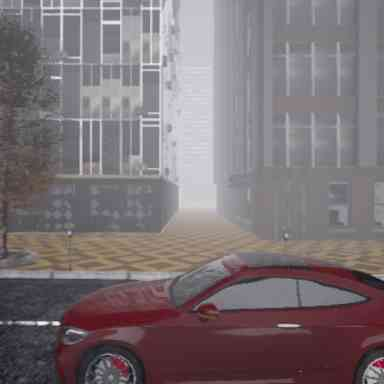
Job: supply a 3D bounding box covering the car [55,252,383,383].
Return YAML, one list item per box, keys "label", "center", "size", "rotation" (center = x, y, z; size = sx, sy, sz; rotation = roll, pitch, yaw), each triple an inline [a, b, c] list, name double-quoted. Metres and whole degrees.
- label: "car"
  center: [0.720, 1.550, 4.286]
  size: [4.674, 1.442, 1.812]
  rotation: [1, 0, 0]
